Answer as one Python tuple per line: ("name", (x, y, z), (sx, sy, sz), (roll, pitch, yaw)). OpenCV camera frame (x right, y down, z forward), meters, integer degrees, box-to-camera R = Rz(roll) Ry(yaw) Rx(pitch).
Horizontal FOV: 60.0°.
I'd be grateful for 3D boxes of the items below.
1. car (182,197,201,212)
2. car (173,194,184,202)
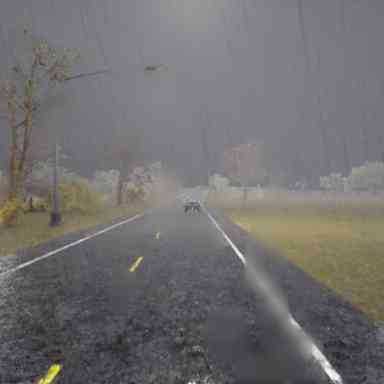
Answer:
("car", (0.076, 1.631, 40.199), (1.837, 1.490, 4.892), (0, -1, 0))
("car", (-3.539, 1.741, 80.247), (1.837, 1.490, 4.892), (0, 0, 0))
